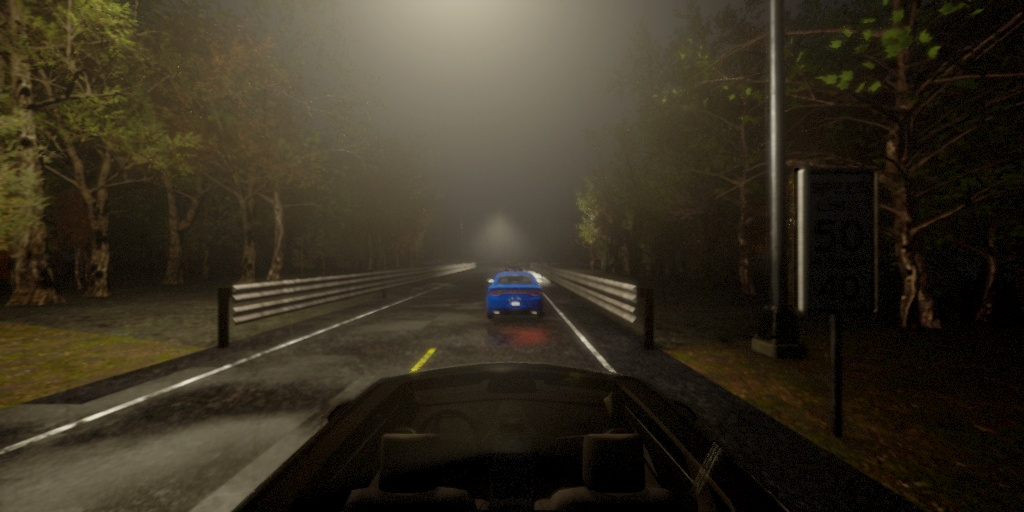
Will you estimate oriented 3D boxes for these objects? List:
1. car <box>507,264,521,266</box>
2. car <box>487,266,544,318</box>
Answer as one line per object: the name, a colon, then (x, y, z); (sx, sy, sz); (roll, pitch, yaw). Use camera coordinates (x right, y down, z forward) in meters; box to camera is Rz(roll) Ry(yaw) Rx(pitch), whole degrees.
car: (0.213, 1.554, 36.705); (2.128, 1.511, 4.902); (0, 0, 0)
car: (0.126, 1.334, 13.571); (1.882, 1.535, 5.008); (0, 0, 0)
